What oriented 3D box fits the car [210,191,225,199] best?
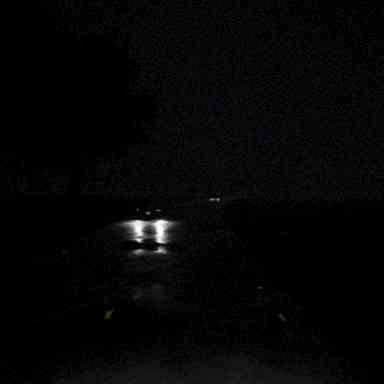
[{"bbox_3d":[5.065,0.585,65.701,2.033,1.411,5.357,-1,0,20],"label":"car"}]

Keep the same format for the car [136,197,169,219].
[{"bbox_3d":[-2.844,1.152,24.794,1.837,1.490,4.892,-1,1,3],"label":"car"}]
